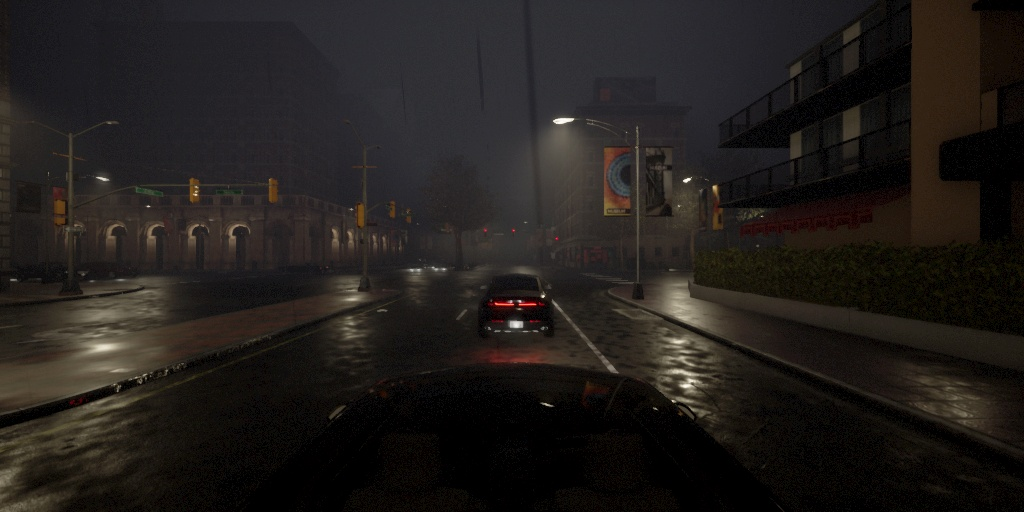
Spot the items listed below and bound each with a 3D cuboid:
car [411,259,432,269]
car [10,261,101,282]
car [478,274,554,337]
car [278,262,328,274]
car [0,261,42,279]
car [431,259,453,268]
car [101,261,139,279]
[{"bbox_3d":[-14.857,1.241,57.911,2.128,1.511,4.902,0,0,0],"label":"car"},{"bbox_3d":[-36.930,1.241,28.836,4.902,1.511,2.128,0,0,0],"label":"car"},{"bbox_3d":[0.109,1.255,10.285,1.837,1.490,4.892,0,0,0],"label":"car"},{"bbox_3d":[-23.067,1.351,39.551,4.718,1.301,1.895,0,0,0],"label":"car"},{"bbox_3d":[-46.128,1.228,32.356,5.008,1.535,1.882,0,0,0],"label":"car"},{"bbox_3d":[-11.352,1.314,58.682,1.994,1.385,4.181,0,0,0],"label":"car"},{"bbox_3d":[-36.674,1.228,32.335,5.008,1.535,1.882,0,0,0],"label":"car"}]
